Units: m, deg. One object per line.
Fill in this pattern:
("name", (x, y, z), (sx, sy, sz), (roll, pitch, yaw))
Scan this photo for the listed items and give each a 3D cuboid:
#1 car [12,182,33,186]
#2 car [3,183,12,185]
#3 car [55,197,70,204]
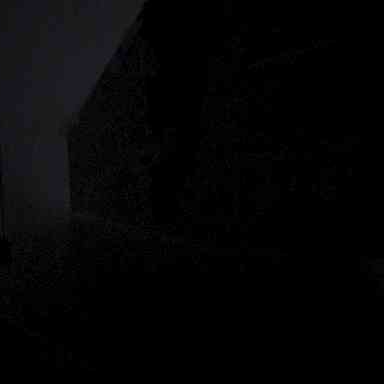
("car", (-43.599, -1.754, 84.149), (2.002, 1.452, 4.674), (-6, -4, 33))
("car", (-46.615, -1.817, 79.493), (2.231, 1.521, 4.892), (-6, -3, 34))
("car", (-25.259, 1.797, 66.436), (1.812, 1.442, 4.674), (-5, -1, 19))
